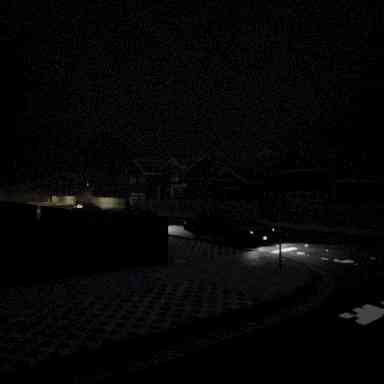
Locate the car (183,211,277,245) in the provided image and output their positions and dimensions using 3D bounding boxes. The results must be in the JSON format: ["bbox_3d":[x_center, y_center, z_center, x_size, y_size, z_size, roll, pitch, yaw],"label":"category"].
[{"bbox_3d":[1.663,1.666,16.839,2.033,1.411,5.357,-1,0,-36],"label":"car"}]

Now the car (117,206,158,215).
[{"bbox_3d":[-4.131,1.744,24.908,1.994,1.385,4.181,-1,0,-35],"label":"car"}]

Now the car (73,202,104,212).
[{"bbox_3d":[-10.742,1.785,34.096,2.033,1.411,5.357,-1,1,-36],"label":"car"}]
